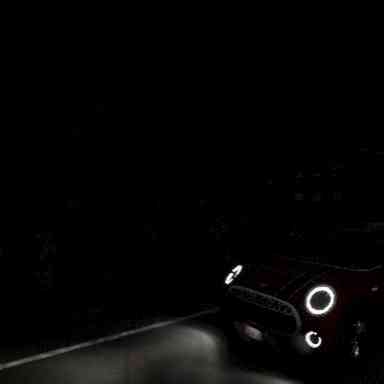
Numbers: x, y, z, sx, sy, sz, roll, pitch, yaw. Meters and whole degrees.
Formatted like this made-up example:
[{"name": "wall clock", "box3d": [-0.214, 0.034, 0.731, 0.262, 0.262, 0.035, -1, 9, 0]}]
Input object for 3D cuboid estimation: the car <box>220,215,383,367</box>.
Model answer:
[{"name": "car", "box3d": [2.673, 1.349, 5.897, 4.553, 1.767, 2.097, 0, 0, -35]}]
